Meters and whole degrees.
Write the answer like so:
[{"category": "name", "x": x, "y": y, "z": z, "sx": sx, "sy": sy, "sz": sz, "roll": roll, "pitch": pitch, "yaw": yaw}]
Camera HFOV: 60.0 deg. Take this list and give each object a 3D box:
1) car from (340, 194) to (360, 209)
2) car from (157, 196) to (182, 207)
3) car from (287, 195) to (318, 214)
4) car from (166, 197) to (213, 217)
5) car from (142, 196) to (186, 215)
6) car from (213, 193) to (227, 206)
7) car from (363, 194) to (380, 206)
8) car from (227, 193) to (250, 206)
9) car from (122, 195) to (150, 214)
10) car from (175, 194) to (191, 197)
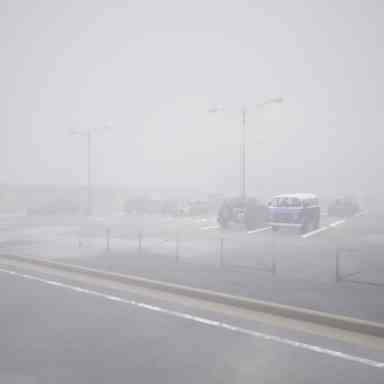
[{"category": "car", "x": 25.089, "y": 1.212, "z": 52.364, "sx": 1.905, "sy": 1.878, "sz": 3.866, "roll": 0, "pitch": 0, "yaw": 34}, {"category": "car", "x": -3.345, "y": 1.419, "z": 50.424, "sx": 1.784, "sy": 1.438, "sz": 3.905, "roll": 0, "pitch": 0, "yaw": 34}, {"category": "car", "x": 13.087, "y": 1.451, "z": 39.388, "sx": 1.970, "sy": 1.475, "sz": 3.806, "roll": 0, "pitch": 0, "yaw": 34}, {"category": "car", "x": -0.134, "y": 1.451, "z": 30.084, "sx": 1.970, "sy": 1.475, "sz": 3.806, "roll": 0, "pitch": 0, "yaw": 34}, {"category": "car", "x": -2.535, "y": 1.419, "z": 31.702, "sx": 1.784, "sy": 1.438, "sz": 3.905, "roll": 0, "pitch": 0, "yaw": 34}, {"category": "car", "x": 6.397, "y": 1.451, "z": 64.922, "sx": 1.970, "sy": 1.475, "sz": 3.806, "roll": 0, "pitch": 0, "yaw": 34}, {"category": "car", "x": 27.459, "y": 1.209, "z": 50.702, "sx": 1.932, "sy": 1.855, "sz": 4.605, "roll": 0, "pitch": 0, "yaw": 34}, {"category": "car", "x": 8.792, "y": 1.212, "z": 63.295, "sx": 1.905, "sy": 1.878, "sz": 3.866, "roll": 0, "pitch": 0, "yaw": 34}, {"category": "car", "x": -4.788, "y": 1.209, "z": 33.159, "sx": 1.932, "sy": 1.855, "sz": 4.605, "roll": 0, "pitch": 0, "yaw": 34}, {"category": "car", "x": -0.978, "y": 1.209, "z": 48.752, "sx": 1.932, "sy": 1.855, "sz": 4.605, "roll": 0, "pitch": 0, "yaw": 34}]
